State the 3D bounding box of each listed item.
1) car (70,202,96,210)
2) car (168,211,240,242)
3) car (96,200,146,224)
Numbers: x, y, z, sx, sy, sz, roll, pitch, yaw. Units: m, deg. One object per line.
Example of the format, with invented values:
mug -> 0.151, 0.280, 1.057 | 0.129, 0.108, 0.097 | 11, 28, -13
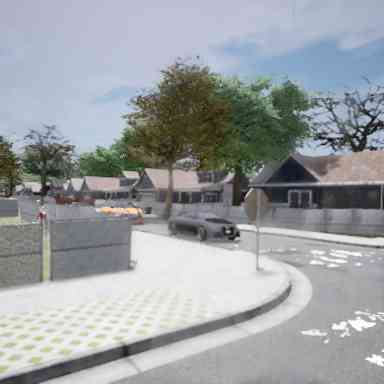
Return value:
car -> -11.216, 1.736, 33.631 | 1.895, 1.301, 4.718 | 3, -2, -35
car -> 0.521, 1.655, 16.928 | 1.994, 1.385, 4.181 | 3, -2, -35
car -> -5.285, 1.464, 25.206 | 2.097, 1.767, 4.553 | 3, -2, -35
